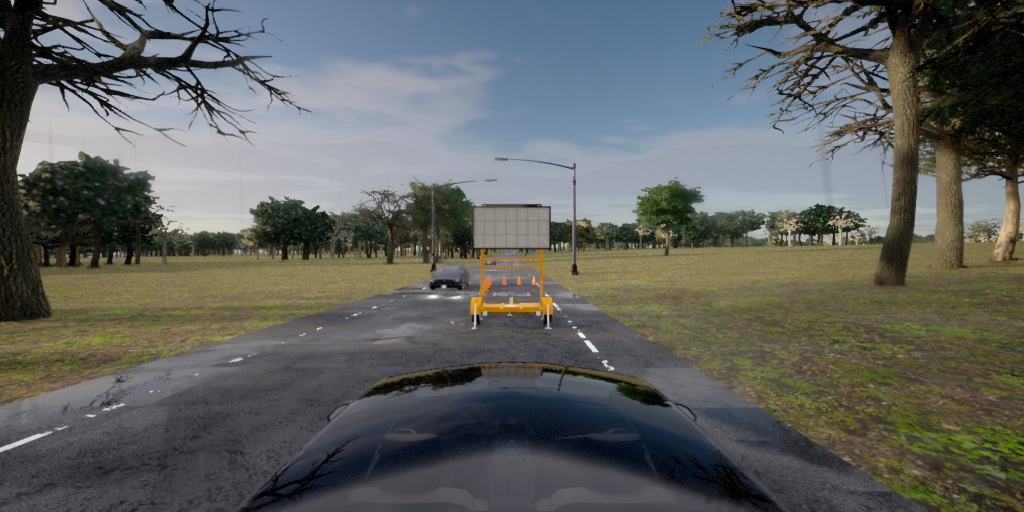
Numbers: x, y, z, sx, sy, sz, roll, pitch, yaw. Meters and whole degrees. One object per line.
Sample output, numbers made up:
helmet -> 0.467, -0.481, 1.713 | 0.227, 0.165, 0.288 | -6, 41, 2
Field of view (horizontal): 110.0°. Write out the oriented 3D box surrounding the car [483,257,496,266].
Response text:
car -> -3.557, 0.942, 56.796 | 2.128, 1.511, 4.902 | 0, 1, 0

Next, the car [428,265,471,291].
car -> -3.620, 1.238, 21.740 | 2.033, 1.411, 5.357 | 0, 0, 0

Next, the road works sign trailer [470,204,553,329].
road works sign trailer -> -0.010, 0.198, 11.146 | 2.380, 3.560, 2.880 | 0, 0, 0
